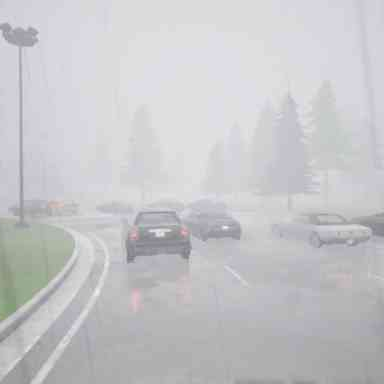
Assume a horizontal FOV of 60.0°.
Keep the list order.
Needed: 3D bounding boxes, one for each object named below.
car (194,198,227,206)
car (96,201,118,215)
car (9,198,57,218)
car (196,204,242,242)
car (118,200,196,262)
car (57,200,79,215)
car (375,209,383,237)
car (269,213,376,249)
[{"bbox_3d":[1.476,1.430,35.434,1.882,1.535,5.008,0,0,-42],"label":"car"},{"bbox_3d":[-8.067,1.583,34.463,4.181,1.385,1.994,0,0,40],"label":"car"},{"bbox_3d":[-15.114,1.423,31.062,4.553,1.767,2.097,0,0,35],"label":"car"},{"bbox_3d":[0.764,1.541,16.552,1.994,1.385,4.181,0,0,-20],"label":"car"},{"bbox_3d":[-1.525,1.350,12.484,2.097,1.767,4.553,-1,0,-14],"label":"car"},{"bbox_3d":[-13.899,1.537,34.472,5.008,1.535,1.882,0,-1,33],"label":"car"},{"bbox_3d":[8.961,1.415,14.340,2.128,1.511,4.902,0,0,-15],"label":"car"},{"bbox_3d":[5.263,1.549,14.489,1.895,1.301,4.718,0,0,-16],"label":"car"}]
